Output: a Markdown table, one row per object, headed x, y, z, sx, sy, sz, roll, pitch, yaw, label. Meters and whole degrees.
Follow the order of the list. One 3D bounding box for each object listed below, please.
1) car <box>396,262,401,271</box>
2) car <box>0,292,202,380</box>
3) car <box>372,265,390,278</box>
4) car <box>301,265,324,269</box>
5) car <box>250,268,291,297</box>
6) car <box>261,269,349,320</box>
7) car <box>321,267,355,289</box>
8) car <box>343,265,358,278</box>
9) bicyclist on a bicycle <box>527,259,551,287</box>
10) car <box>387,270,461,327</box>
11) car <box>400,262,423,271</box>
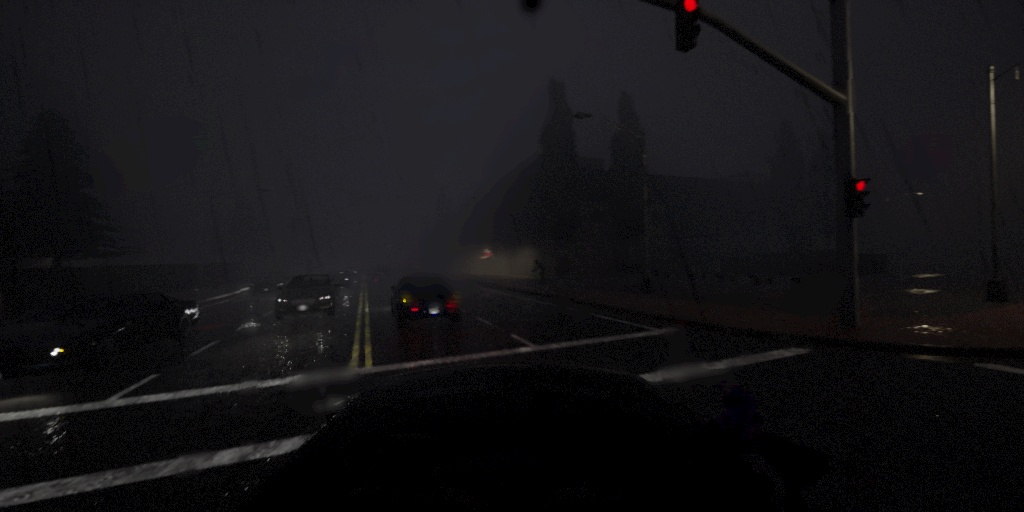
| x | y | z | sx | sy | sz | roll | pitch | yaw | label |
| --- | --- | --- | --- | --- | --- | --- | --- | --- | --- |
| -15.550 | 1.588 | 51.694 | 2.097 | 1.767 | 4.553 | -2 | 0 | -22 | car |
| -9.263 | 1.566 | 8.199 | 2.033 | 1.411 | 5.357 | -2 | 0 | -21 | car |
| -15.017 | 1.738 | 41.295 | 1.812 | 1.442 | 4.674 | -2 | 0 | -21 | car |
| -23.164 | 1.942 | 42.585 | 2.128 | 1.511 | 4.902 | -2 | 0 | -22 | car |
| -15.316 | 1.730 | 23.173 | 1.812 | 1.442 | 4.674 | -2 | 0 | -22 | car |
| -7.855 | 1.476 | 14.127 | 2.128 | 1.511 | 4.902 | -2 | 0 | -22 | car |
| -12.935 | 1.741 | 26.569 | 1.895 | 1.301 | 4.718 | -2 | 0 | -22 | car |
| -19.680 | 1.873 | 43.298 | 1.812 | 1.442 | 4.674 | -2 | 0 | -22 | car |
| 1.607 | 1.023 | 21.304 | 1.656 | 1.620 | 0.582 | -2 | 0 | -22 | bicyclist on a bicycle |
| -3.004 | 1.370 | 12.053 | 1.812 | 1.442 | 4.674 | -2 | 0 | -22 | car |
| -11.710 | 1.597 | 42.439 | 1.882 | 1.535 | 5.008 | -2 | 0 | -21 | car |
